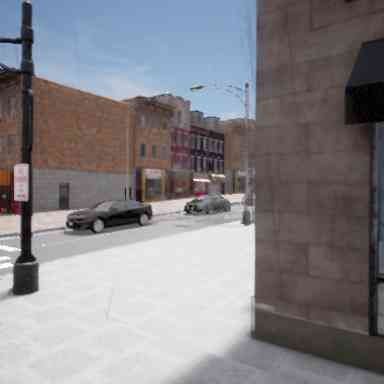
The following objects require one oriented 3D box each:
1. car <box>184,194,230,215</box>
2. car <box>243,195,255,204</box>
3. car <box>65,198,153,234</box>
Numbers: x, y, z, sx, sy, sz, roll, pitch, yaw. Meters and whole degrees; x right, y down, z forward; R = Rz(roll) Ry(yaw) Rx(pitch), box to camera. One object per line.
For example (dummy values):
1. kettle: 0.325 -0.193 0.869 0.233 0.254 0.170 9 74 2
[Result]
1. car: 1.201 0.876 25.131 1.994 1.385 4.181 1 3 35
2. car: 6.877 0.265 33.078 2.097 1.767 4.553 1 3 36
3. car: -4.212 1.139 17.533 1.882 1.535 5.008 1 2 35
